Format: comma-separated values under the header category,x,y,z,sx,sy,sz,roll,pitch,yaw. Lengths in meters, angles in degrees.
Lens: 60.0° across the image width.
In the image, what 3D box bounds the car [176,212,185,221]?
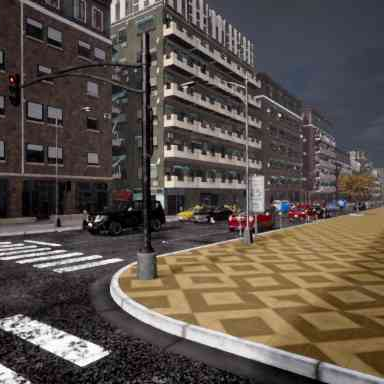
category,x,y,z,sx,sy,sz,roll,pitch,yaw
car,0.396,2.002,31.467,1.752,1.417,4.829,-2,-2,35

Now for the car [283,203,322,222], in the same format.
category,x,y,z,sx,sy,sz,roll,pitch,yaw
car,10.546,2.032,31.492,1.887,1.381,4.507,-2,-2,35

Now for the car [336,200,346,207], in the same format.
category,x,y,z,sx,sy,sz,roll,pitch,yaw
car,39.156,2.883,87.168,1.690,1.788,3.998,-2,-2,35

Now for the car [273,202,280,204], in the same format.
category,x,y,z,sx,sy,sz,roll,pitch,yaw
car,7.667,2.140,37.394,2.033,1.411,5.357,-1,-1,35

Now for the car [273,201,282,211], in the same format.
category,x,y,z,sx,sy,sz,roll,pitch,yaw
car,10.183,2.289,45.510,1.887,1.381,4.507,-2,-2,35

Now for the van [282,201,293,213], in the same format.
category,x,y,z,sx,sy,sz,roll,pitch,yaw
van,13.411,2.174,50.151,1.690,1.788,3.998,-2,-2,35

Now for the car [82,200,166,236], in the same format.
category,x,y,z,sx,sy,sz,roll,pitch,yaw
car,-3.999,1.496,20.657,2.150,2.045,5.566,-1,-1,37

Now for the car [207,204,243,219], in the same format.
category,x,y,z,sx,sy,sz,roll,pitch,yaw
car,3.626,2.090,36.101,1.752,1.417,4.829,-2,-2,35

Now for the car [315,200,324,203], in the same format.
category,x,y,z,sx,sy,sz,roll,pitch,yaw
car,26.332,2.501,68.691,2.192,1.841,5.009,-2,-2,35

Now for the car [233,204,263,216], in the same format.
category,x,y,z,sx,sy,sz,roll,pitch,yaw
car,6.954,2.222,40.875,1.947,1.339,4.313,-2,-2,35

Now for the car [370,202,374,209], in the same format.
category,x,y,z,sx,sy,sz,roll,pitch,yaw
car,36.388,2.745,68.569,2.008,1.369,4.403,-2,-2,35

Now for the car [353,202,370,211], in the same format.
category,x,y,z,sx,sy,sz,roll,pitch,yaw
car,29.927,2.583,59.300,1.947,1.339,4.313,-2,-2,35

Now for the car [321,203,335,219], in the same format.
category,x,y,z,sx,sy,sz,roll,pitch,yaw
car,13.777,2.141,36.126,1.947,1.339,4.313,-2,-2,35

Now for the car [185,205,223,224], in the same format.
category,x,y,z,sx,sy,sz,roll,pitch,yaw
car,1.800,1.938,28.987,1.837,1.490,4.892,-1,-2,35

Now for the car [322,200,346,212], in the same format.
category,x,y,z,sx,sy,sz,roll,pitch,yaw
car,23.416,2.467,54.424,2.033,1.411,5.357,-1,-1,36

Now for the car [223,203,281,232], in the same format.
category,x,y,z,sx,sy,sz,roll,pitch,yaw
car,4.085,1.751,22.225,1.967,1.590,4.097,-2,-2,35
